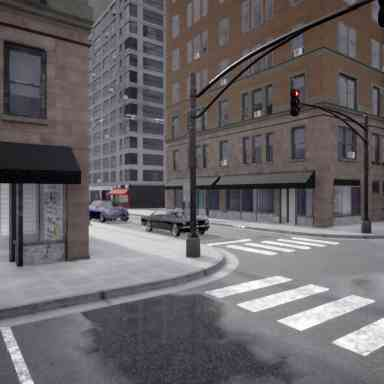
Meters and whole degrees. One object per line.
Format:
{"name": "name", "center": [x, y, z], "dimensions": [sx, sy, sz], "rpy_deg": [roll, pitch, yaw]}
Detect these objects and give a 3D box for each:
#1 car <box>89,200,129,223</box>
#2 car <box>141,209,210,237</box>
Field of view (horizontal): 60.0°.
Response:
{"name": "car", "center": [-6.813, 1.460, 26.815], "dimensions": [2.097, 1.767, 4.553], "rpy_deg": [0, 0, -36]}
{"name": "car", "center": [-1.046, 1.665, 18.813], "dimensions": [1.895, 1.301, 4.718], "rpy_deg": [0, 0, -35]}
